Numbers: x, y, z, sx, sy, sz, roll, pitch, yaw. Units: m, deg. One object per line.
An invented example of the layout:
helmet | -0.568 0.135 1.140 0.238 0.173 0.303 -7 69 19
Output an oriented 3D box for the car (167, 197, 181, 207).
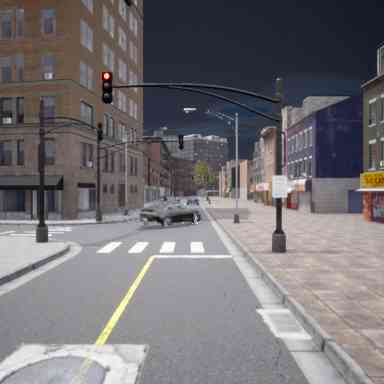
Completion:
car | -2.815 1.560 52.710 2.033 1.411 5.357 0 0 0

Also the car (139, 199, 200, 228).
car | -1.376 1.492 22.421 2.128 1.511 4.902 1 1 39

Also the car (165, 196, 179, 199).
car | -2.824 1.360 42.087 2.097 1.767 4.553 0 0 0

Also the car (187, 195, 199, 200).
car | 0.131 1.372 59.362 2.097 1.767 4.553 0 0 0
